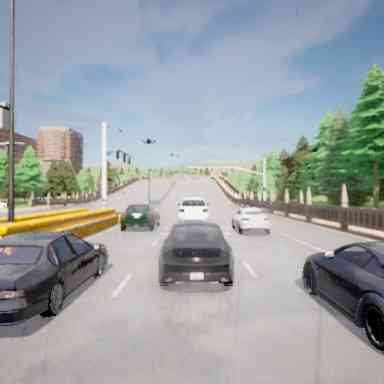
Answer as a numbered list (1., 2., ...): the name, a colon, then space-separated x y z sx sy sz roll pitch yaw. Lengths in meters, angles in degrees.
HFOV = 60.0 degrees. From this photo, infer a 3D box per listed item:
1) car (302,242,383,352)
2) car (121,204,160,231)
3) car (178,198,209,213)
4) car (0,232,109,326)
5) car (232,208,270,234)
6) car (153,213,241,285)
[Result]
1. car: 3.600 1.622 6.239 1.994 1.385 4.181 0 -1 0
2. car: -3.391 1.558 22.540 2.097 1.767 4.553 0 -1 0
3. car: 0.114 1.453 25.192 2.150 2.045 5.566 0 0 0
4. car: -3.398 1.617 7.508 2.033 1.411 5.357 0 -1 0
5. car: 3.605 1.716 20.738 1.812 1.442 4.674 0 -1 0
6. car: 0.104 1.597 9.728 1.837 1.490 4.892 0 0 0
